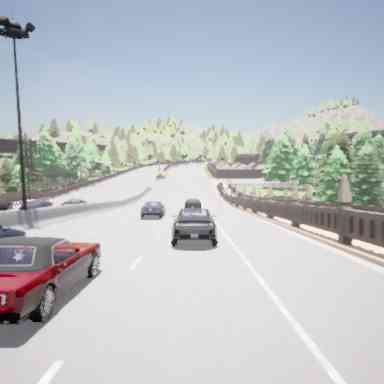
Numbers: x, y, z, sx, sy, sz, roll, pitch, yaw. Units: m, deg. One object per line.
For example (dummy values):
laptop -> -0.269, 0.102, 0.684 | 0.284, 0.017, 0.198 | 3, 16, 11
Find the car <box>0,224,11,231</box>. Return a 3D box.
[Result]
car -> -6.901, 1.557, 10.438 | 1.994, 1.385, 4.181 | 0, 0, 0

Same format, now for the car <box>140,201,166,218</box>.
car -> -3.402, 1.513, 29.683 | 2.033, 1.411, 5.357 | 0, 0, 0

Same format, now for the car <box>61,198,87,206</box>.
car -> -14.074, 1.444, 40.008 | 2.128, 1.511, 4.902 | 0, 0, 0

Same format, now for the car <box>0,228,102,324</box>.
car -> -3.401, 1.598, 7.096 | 1.895, 1.301, 4.718 | 0, 0, 0

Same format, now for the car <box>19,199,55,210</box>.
car -> -17.566, 1.502, 38.073 | 2.033, 1.411, 5.357 | 0, 0, 0

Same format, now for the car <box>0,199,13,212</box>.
car -> -21.079, 1.436, 35.381 | 1.882, 1.535, 5.008 | 0, 0, 0

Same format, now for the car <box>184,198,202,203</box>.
car -> 0.097, 1.432, 37.356 | 1.882, 1.535, 5.008 | 0, 0, 0

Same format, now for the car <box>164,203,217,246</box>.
car -> 0.099, 1.476, 15.181 | 2.128, 1.511, 4.902 | 0, 0, 0
